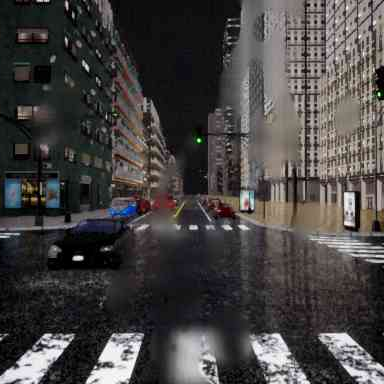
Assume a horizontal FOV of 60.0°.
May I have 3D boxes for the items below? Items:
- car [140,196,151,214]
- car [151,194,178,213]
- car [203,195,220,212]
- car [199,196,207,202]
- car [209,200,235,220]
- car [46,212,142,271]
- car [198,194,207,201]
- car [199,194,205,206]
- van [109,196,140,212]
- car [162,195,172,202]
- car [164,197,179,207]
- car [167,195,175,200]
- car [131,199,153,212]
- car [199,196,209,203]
[{"bbox_3d":[-5.744,1.329,33.403,2.192,1.841,5.009,0,0,0],"label":"car"},{"bbox_3d":[-3.069,1.251,37.060,2.150,2.045,5.566,0,0,0],"label":"car"},{"bbox_3d":[2.625,1.457,38.946,1.967,1.590,4.097,0,0,0],"label":"car"},{"bbox_3d":[2.551,1.636,77.639,1.802,1.307,4.206,0,0,0],"label":"car"},{"bbox_3d":[2.645,1.592,27.890,1.802,1.307,4.206,0,0,0],"label":"car"},{"bbox_3d":[-3.020,1.568,10.818,1.994,1.385,4.181,0,0,0],"label":"car"},{"bbox_3d":[2.542,1.376,83.167,2.192,1.841,5.009,0,0,0],"label":"car"},{"bbox_3d":[2.593,1.469,55.529,1.967,1.590,4.097,0,0,0],"label":"car"},{"bbox_3d":[-5.734,1.352,27.876,1.690,1.788,3.998,0,0,0],"label":"van"},{"bbox_3d":[-5.829,1.494,77.624,1.967,1.590,4.097,0,0,0],"label":"car"},{"bbox_3d":[-3.098,1.555,52.220,2.033,1.411,5.357,0,0,0],"label":"car"},{"bbox_3d":[-5.861,1.643,94.207,1.947,1.339,4.313,0,0,0],"label":"car"},{"bbox_3d":[-5.757,1.562,38.931,1.887,1.381,4.507,0,0,0],"label":"car"},{"bbox_3d":[2.561,1.592,72.112,1.887,1.381,4.507,0,0,0],"label":"car"}]
